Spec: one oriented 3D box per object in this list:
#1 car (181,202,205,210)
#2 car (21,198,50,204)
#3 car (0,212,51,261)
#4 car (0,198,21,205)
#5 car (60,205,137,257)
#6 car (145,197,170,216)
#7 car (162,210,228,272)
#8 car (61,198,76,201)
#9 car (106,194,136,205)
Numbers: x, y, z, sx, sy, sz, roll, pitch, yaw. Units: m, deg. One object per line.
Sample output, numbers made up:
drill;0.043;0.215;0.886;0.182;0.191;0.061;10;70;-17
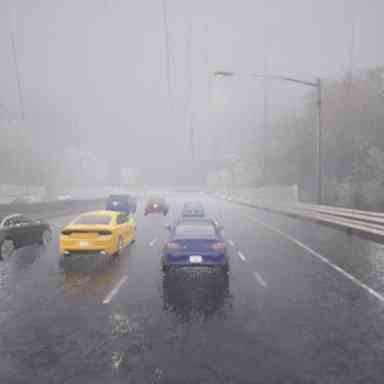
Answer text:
car;0.090;1.558;27.939;2.033;1.411;5.357;0;0;0
car;-21.097;1.556;45.759;1.812;1.442;4.674;0;0;0
car;-6.904;1.492;12.233;2.128;1.511;4.902;0;0;0
car;-24.596;1.507;45.376;1.882;1.535;5.008;0;0;0
car;-3.402;1.479;12.910;1.882;1.535;5.008;0;0;0
car;-3.413;1.368;33.339;2.097;1.767;4.553;0;0;0
car;0.093;1.526;10.677;1.812;1.442;4.674;0;0;0
car;-17.591;1.580;47.343;2.033;1.411;5.357;0;0;0
car;-6.913;1.236;32.777;2.150;2.045;5.566;0;0;0
